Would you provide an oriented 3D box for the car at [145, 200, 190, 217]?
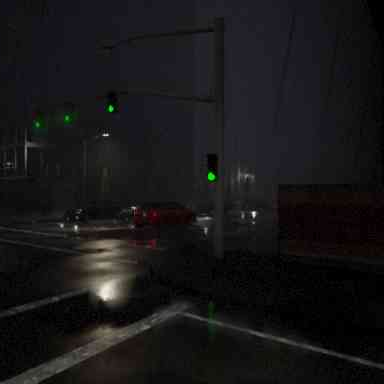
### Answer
[{"bbox_3d":[-2.375,1.558,33.408,1.837,1.490,4.892,0,0,36],"label":"car"}]

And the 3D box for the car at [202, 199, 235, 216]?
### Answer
[{"bbox_3d":[2.088,1.531,33.631,1.882,1.535,5.008,0,0,35],"label":"car"}]

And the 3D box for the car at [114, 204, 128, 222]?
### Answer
[{"bbox_3d":[-3.424,1.654,25.925,1.895,1.301,4.718,0,0,36],"label":"car"}]

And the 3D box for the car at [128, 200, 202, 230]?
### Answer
[{"bbox_3d":[-1.659,1.406,22.031,2.097,1.767,4.553,0,0,36],"label":"car"}]

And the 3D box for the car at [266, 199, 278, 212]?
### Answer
[{"bbox_3d":[11.075,1.532,39.850,1.882,1.535,5.008,0,0,36],"label":"car"}]

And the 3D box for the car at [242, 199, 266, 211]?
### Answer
[{"bbox_3d":[8.054,1.580,41.953,1.812,1.442,4.674,0,0,36],"label":"car"}]

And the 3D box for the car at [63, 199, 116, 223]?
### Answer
[{"bbox_3d":[-7.689,1.405,25.973,2.097,1.767,4.553,0,0,36],"label":"car"}]
